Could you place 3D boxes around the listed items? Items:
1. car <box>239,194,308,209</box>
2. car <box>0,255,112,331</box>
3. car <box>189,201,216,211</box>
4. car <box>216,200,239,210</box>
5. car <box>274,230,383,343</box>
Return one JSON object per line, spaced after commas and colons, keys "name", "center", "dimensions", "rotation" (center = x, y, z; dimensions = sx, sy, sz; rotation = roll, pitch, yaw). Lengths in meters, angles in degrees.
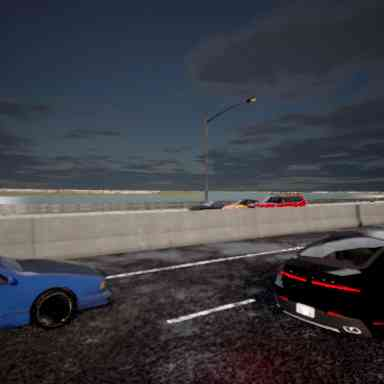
{"name": "car", "center": [6.639, 1.210, 25.703], "dimensions": [5.566, 2.045, 2.150], "rotation": [0, 0, -35]}
{"name": "car", "center": [-4.074, 1.546, 5.137], "dimensions": [5.357, 1.411, 2.033], "rotation": [0, 0, -35]}
{"name": "car", "center": [2.231, 1.540, 31.165], "dimensions": [5.357, 1.411, 2.033], "rotation": [0, 0, -35]}
{"name": "car", "center": [4.672, 1.346, 28.598], "dimensions": [4.553, 1.767, 2.097], "rotation": [0, 0, -35]}
{"name": "car", "center": [3.656, 1.504, 6.336], "dimensions": [4.892, 1.490, 1.837], "rotation": [0, 0, -35]}
